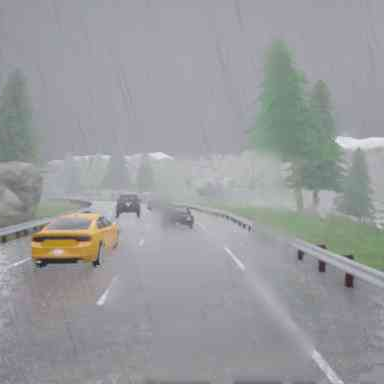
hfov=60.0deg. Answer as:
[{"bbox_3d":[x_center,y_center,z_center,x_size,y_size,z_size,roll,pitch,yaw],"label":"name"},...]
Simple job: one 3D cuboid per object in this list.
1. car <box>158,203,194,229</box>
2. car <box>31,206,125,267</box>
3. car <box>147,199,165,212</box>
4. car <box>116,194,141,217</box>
[{"bbox_3d":[-1.029,1.603,21.570,1.895,1.301,4.718,0,0,-6],"label":"car"},{"bbox_3d":[-3.777,1.484,11.569,1.882,1.535,5.008,0,0,-3],"label":"car"},{"bbox_3d":[-4.203,1.556,39.340,2.033,1.411,5.357,0,0,-14],"label":"car"},{"bbox_3d":[-6.090,1.233,31.791,2.150,2.045,5.566,0,0,-10],"label":"car"}]
